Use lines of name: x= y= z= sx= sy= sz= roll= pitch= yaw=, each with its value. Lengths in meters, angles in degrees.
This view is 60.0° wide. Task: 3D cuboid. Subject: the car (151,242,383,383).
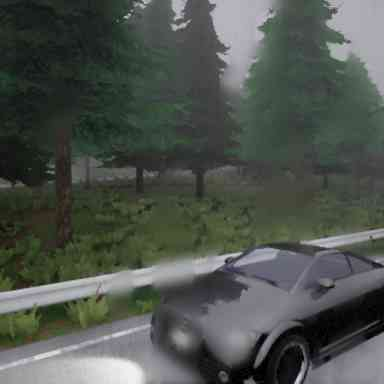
car: x=1.478 y=1.520 z=5.088 sx=4.181 sy=1.385 sz=1.994 roll=-1 pitch=0 yaw=-36
